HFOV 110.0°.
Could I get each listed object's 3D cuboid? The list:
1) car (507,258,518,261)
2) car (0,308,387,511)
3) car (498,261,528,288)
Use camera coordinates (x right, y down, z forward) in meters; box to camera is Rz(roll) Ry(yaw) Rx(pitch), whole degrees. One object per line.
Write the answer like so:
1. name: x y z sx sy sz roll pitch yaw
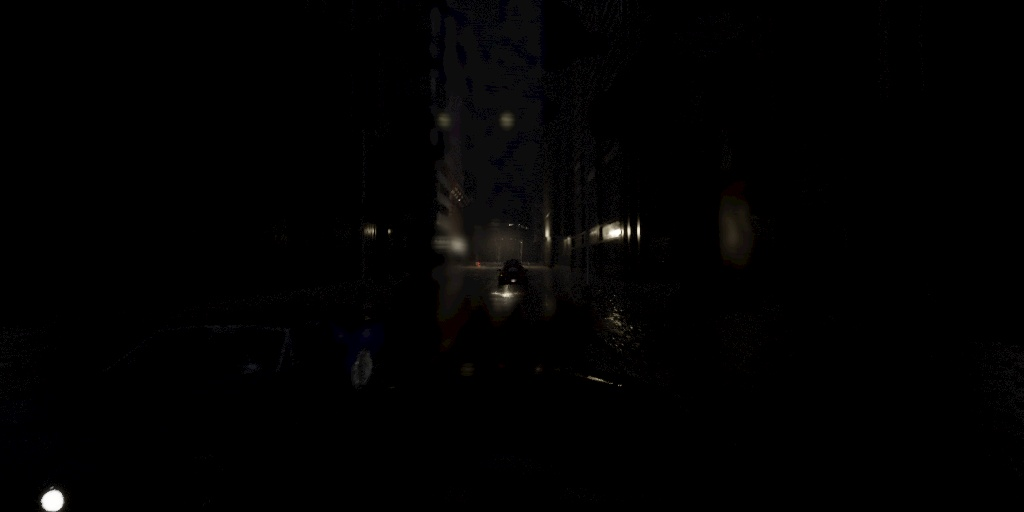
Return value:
1. car: 0.060 1.155 42.959 2.097 1.767 4.553 0 0 0
2. car: -3.100 1.351 3.995 1.895 1.301 4.718 0 0 0
3. car: 0.079 1.288 23.700 1.812 1.442 4.674 0 0 0
